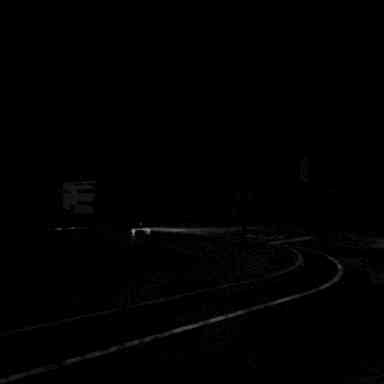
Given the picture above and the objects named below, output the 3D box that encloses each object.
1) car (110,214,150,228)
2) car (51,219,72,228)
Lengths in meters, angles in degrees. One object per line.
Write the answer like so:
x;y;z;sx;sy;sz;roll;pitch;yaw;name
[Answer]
-5.697;2.633;30.253;1.895;1.301;4.718;0;-5;-37;car
-19.003;4.632;48.306;1.895;1.301;4.718;0;-5;-37;car
